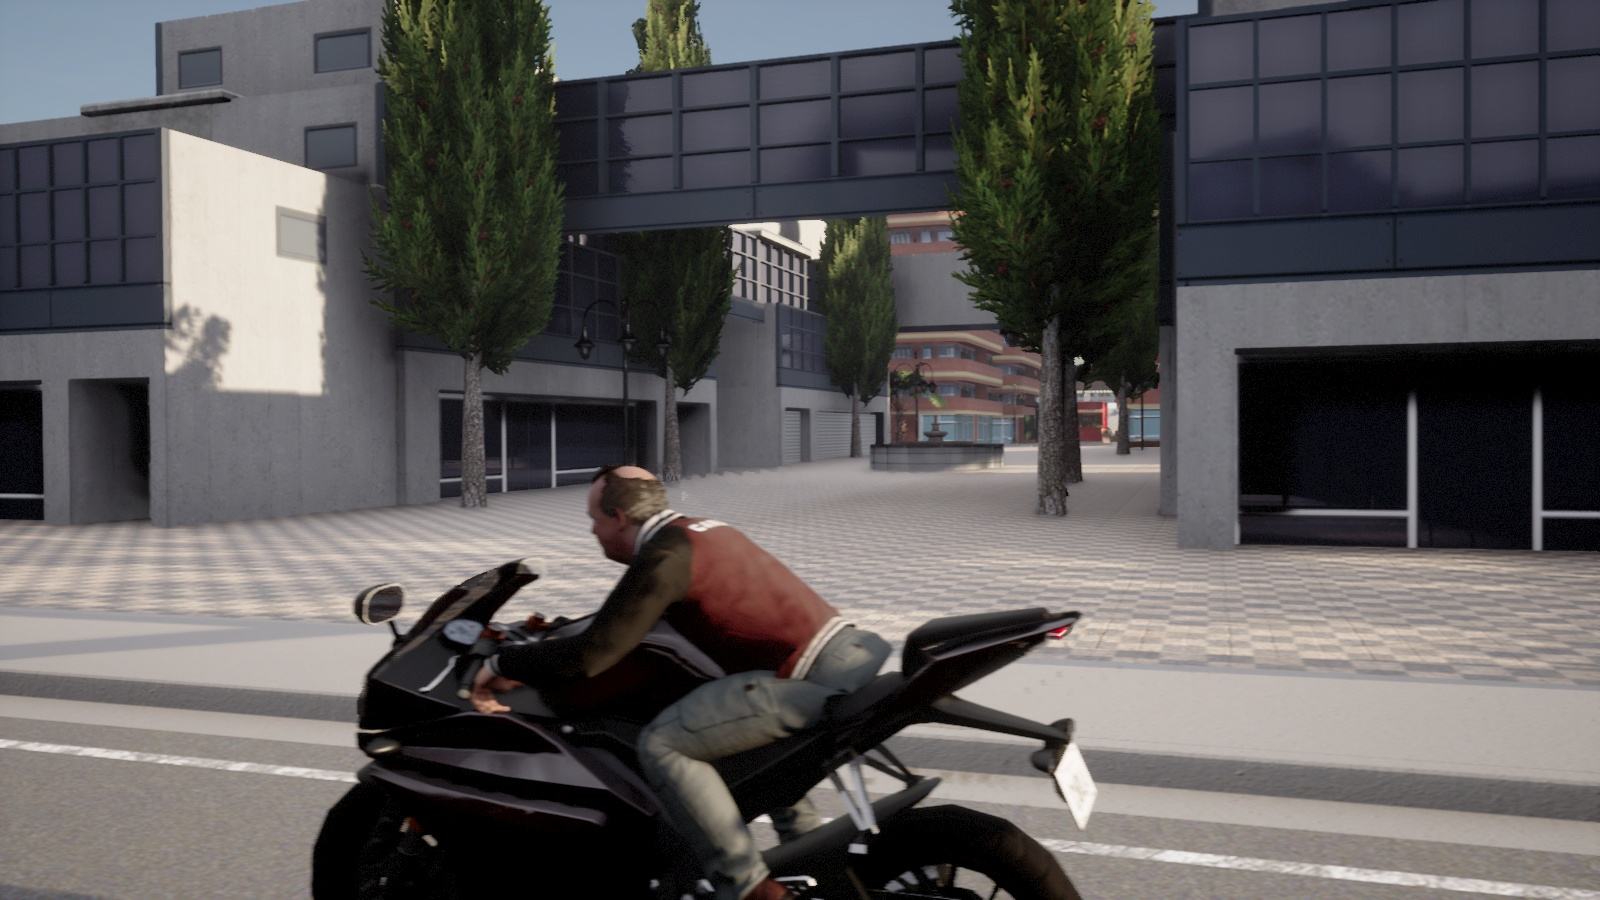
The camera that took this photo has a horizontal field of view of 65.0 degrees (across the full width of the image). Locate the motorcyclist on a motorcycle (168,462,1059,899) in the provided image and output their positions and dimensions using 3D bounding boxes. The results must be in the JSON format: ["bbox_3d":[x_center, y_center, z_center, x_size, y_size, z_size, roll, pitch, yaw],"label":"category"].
[{"bbox_3d":[-0.476,0.815,3.350,2.191,1.530,0.866,0,1,19],"label":"motorcyclist on a motorcycle"}]
